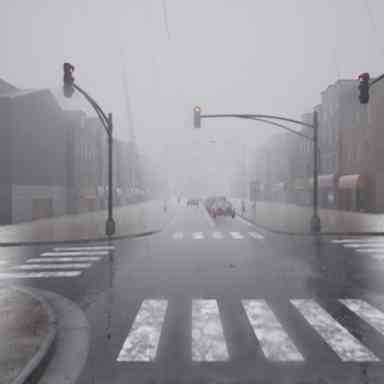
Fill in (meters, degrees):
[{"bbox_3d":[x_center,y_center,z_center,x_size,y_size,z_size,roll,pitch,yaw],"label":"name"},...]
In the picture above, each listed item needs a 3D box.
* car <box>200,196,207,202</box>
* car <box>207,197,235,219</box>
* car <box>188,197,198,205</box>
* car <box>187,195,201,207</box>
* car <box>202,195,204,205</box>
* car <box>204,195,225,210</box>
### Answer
[{"bbox_3d":[2.852,1.798,83.834,1.802,1.307,4.206,-1,0,0],"label":"car"},{"bbox_3d":[2.708,1.472,29.812,1.967,1.590,4.097,-1,0,0],"label":"car"},{"bbox_3d":[0.173,1.702,65.295,1.994,1.385,4.181,0,0,0],"label":"car"},{"bbox_3d":[0.145,1.605,54.875,1.837,1.490,4.892,0,0,0],"label":"car"},{"bbox_3d":[2.735,1.372,40.616,2.192,1.841,5.009,-1,0,0],"label":"car"},{"bbox_3d":[2.721,1.359,35.214,2.192,1.841,5.009,-1,0,0],"label":"car"}]
